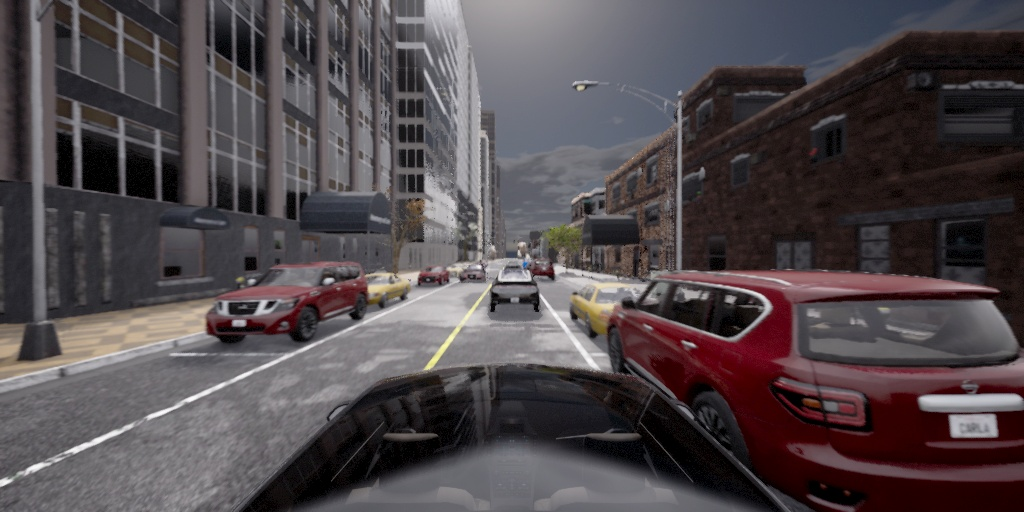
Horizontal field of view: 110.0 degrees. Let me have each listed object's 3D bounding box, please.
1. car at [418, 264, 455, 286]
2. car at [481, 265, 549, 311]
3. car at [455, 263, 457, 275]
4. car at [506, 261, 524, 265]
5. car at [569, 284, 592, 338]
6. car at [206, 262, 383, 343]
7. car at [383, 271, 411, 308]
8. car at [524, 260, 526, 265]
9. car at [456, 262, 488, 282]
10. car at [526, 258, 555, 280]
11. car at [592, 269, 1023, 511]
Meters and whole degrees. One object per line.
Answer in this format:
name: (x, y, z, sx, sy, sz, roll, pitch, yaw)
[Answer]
car: (-5.695, 1.383, 26.610, 1.888, 1.381, 4.507, 0, 0, 0)
car: (0.098, 1.288, 14.654, 2.128, 1.511, 4.902, 0, 0, 0)
car: (-5.696, 1.403, 37.510, 1.751, 1.417, 4.829, 0, 0, 0)
car: (0.096, 1.388, 39.472, 1.837, 1.490, 4.892, 0, 0, 0)
car: (2.689, 1.305, 10.167, 1.751, 1.417, 4.829, 0, 0, 0)
car: (-5.692, 1.094, 10.006, 2.192, 1.841, 5.009, 0, 0, 0)
car: (-5.693, 1.324, 15.371, 1.751, 1.417, 4.829, 0, 0, 0)
car: (2.684, 1.462, 43.204, 1.948, 1.339, 4.313, 0, 0, 0)
car: (-3.096, 1.413, 29.562, 1.994, 1.385, 4.181, 0, 0, 0)
car: (2.686, 1.172, 32.135, 2.192, 1.841, 5.009, 0, 0, 0)
car: (2.690, 1.074, 4.463, 2.192, 1.841, 5.009, 0, 0, 0)
